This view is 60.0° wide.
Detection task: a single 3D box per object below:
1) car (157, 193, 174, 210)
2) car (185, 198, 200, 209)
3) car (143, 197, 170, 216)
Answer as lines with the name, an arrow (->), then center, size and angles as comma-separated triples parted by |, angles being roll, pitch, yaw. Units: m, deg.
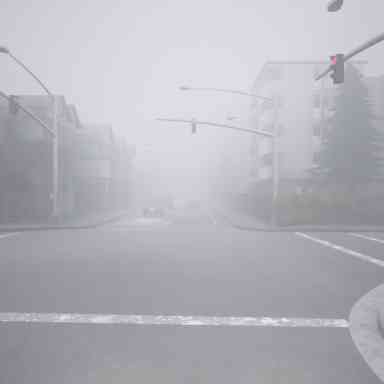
car -> -3.556, 1.220, 42.961 | 2.150, 2.045, 5.566 | 0, 0, 0
car -> 0.119, 1.526, 45.537 | 1.812, 1.442, 4.674 | 0, 0, 0
car -> -3.581, 1.491, 32.388 | 2.128, 1.511, 4.902 | 0, 0, 0
